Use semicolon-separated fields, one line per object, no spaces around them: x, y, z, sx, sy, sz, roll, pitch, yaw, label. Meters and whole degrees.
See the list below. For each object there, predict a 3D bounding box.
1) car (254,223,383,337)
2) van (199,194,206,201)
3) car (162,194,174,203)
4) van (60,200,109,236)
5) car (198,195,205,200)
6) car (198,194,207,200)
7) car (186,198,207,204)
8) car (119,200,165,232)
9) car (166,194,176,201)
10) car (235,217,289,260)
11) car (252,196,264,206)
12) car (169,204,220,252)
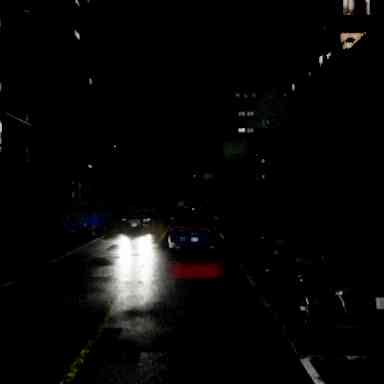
2.698;1.569;6.658;1.947;1.339;4.313;0;0;0;car
2.723;1.457;84.292;1.690;1.788;3.998;0;0;0;van
-5.662;1.655;73.034;1.947;1.339;4.313;0;0;0;car
-5.678;1.350;17.984;1.690;1.788;3.998;0;0;0;van
2.726;1.586;95.552;1.967;1.590;4.097;0;0;0;car
2.720;1.647;78.661;1.887;1.381;4.507;0;0;0;car
0.110;1.585;32.236;1.994;1.385;4.181;0;0;0;car
-3.091;1.502;20.248;2.128;1.511;4.902;0;0;0;car
-5.656;1.445;89.925;2.192;1.841;5.009;0;0;0;car
2.699;1.572;12.321;1.947;1.339;4.313;0;0;0;car
13.487;1.664;60.705;5.009;1.841;2.192;1;-1;-1;car
0.099;1.484;13.929;1.882;1.535;5.008;0;0;0;car
